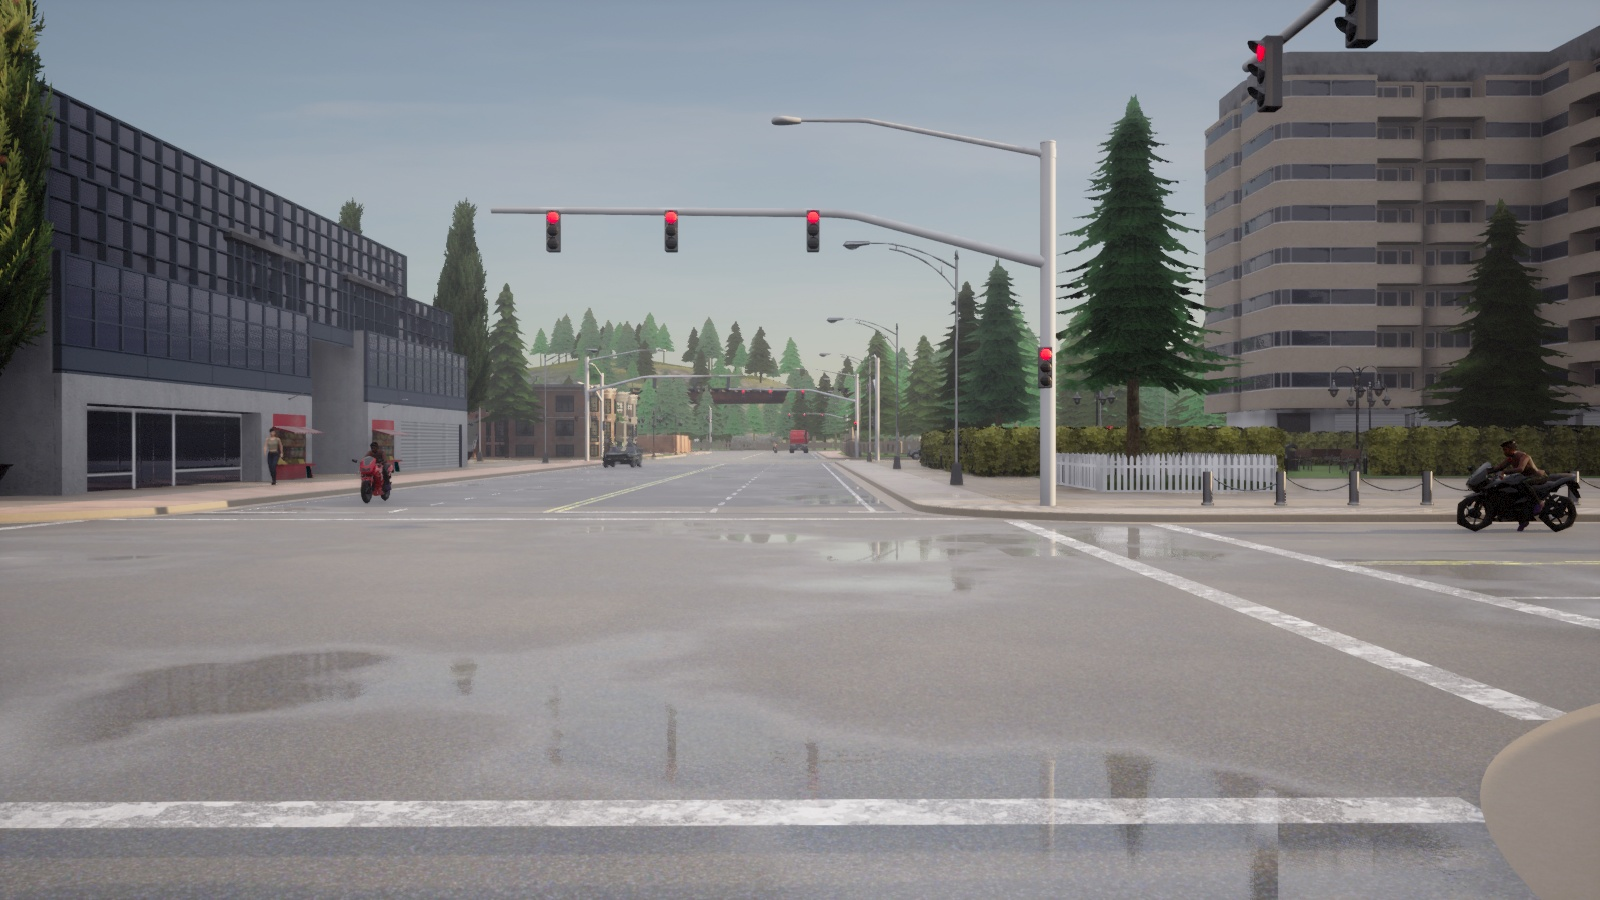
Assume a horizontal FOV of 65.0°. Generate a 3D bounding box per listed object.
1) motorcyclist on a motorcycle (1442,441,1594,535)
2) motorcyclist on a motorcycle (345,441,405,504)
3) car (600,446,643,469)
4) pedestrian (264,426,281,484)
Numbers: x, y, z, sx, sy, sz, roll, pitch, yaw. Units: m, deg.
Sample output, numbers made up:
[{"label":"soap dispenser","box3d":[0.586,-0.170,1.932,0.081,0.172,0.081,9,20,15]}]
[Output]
[{"label":"motorcyclist on a motorcycle","box3d":[11.870,0.621,20.800,2.044,1.523,0.797,0,0,0]},{"label":"motorcyclist on a motorcycle","box3d":[-10.665,0.542,31.586,0.797,1.523,2.044,0,0,0]},{"label":"car","box3d":[-10.666,0.413,75.419,1.895,1.301,4.718,0,0,0]},{"label":"pedestrian","box3d":[-16.815,0.166,40.033,0.345,1.836,0.594,0,0,-5]}]
